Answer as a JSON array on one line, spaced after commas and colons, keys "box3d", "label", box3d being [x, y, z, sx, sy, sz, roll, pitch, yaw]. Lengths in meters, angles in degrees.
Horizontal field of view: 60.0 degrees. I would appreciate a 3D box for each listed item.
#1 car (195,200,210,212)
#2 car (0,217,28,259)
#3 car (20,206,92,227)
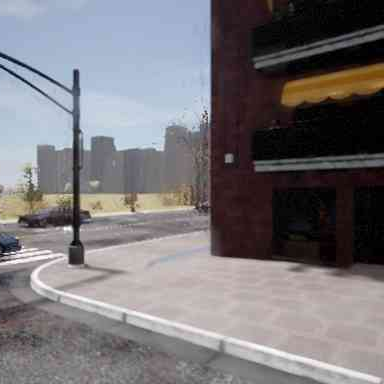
[{"box3d": [2.601, 1.760, 43.284, 2.033, 1.411, 5.357, 0, 0, 37], "label": "car"}, {"box3d": [-8.710, 1.802, 11.075, 2.033, 1.411, 5.357, 0, 0, 35], "label": "car"}, {"box3d": [-10.384, 1.794, 25.617, 2.033, 1.411, 5.357, 0, 0, 36], "label": "car"}]
